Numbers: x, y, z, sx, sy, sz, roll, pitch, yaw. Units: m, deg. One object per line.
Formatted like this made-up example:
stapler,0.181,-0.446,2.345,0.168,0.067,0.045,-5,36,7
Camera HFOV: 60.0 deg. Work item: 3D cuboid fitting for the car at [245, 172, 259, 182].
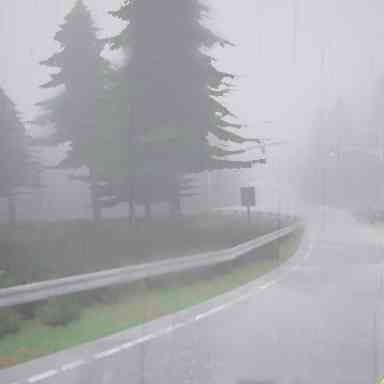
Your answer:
car,13.644,-3.173,75.082,2.033,1.411,5.357,-4,7,-4

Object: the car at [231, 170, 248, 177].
car,12.530,-4.856,88.388,1.882,1.535,5.008,-6,8,-30

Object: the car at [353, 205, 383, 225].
car,13.348,1.607,24.277,1.895,1.301,4.718,-3,-1,9
